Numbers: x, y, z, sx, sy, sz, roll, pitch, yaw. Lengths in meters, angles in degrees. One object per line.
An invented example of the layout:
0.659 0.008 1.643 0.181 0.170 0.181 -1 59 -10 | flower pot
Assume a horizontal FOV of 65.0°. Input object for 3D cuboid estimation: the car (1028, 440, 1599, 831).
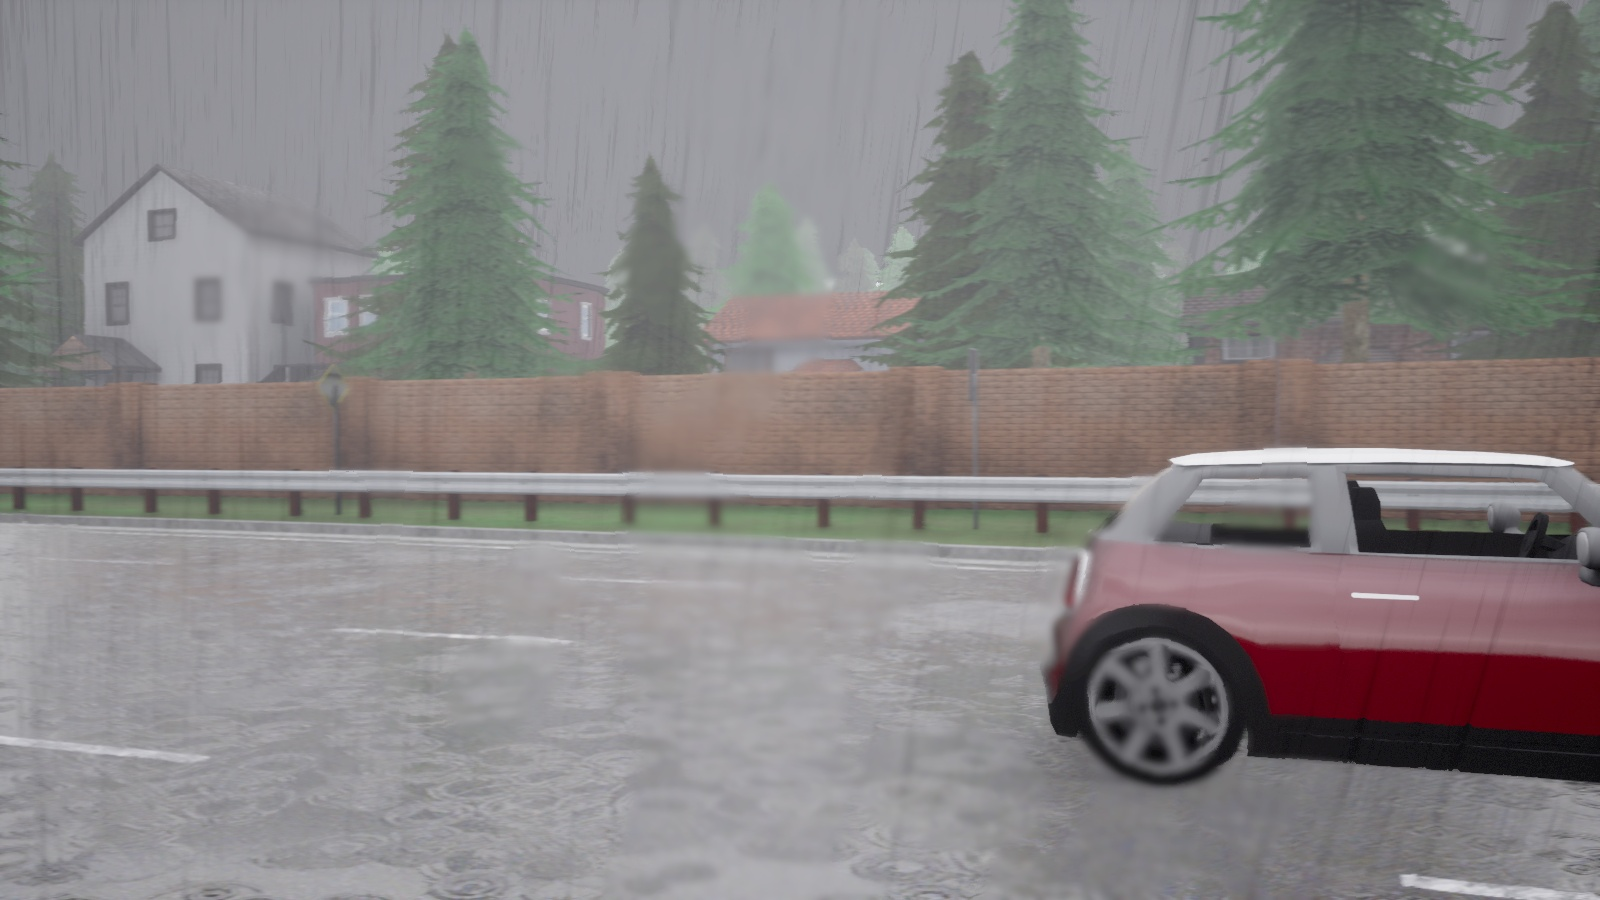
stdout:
3.123 0.710 5.834 3.806 1.475 1.970 1 1 19 | car
